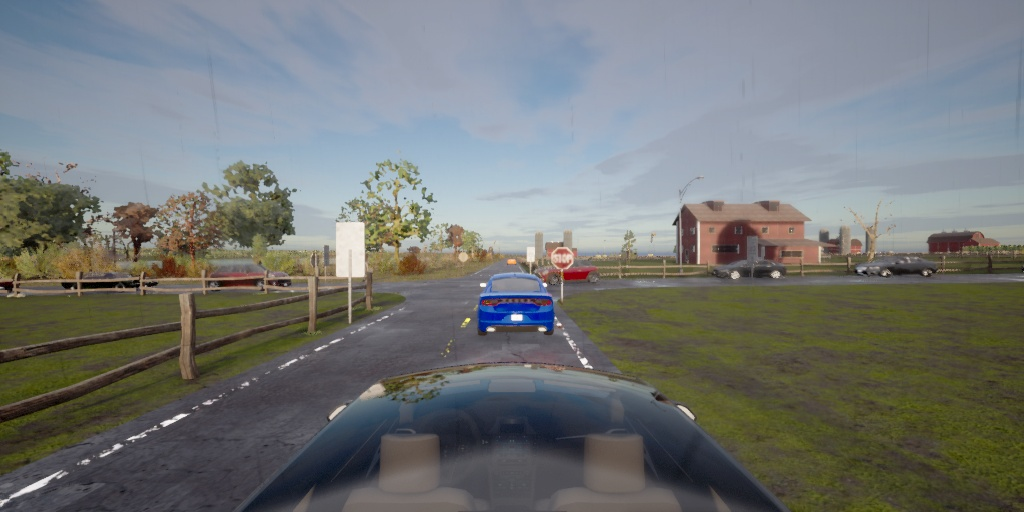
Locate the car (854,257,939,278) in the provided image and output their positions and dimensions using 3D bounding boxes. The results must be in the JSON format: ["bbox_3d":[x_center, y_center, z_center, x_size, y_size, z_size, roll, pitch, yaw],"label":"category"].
[{"bbox_3d":[27.873,0.802,26.137,4.902,1.511,2.128,-1,0,0],"label":"car"}]

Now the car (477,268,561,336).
[{"bbox_3d":[0.062,1.226,10.486,1.882,1.535,5.008,0,0,-1],"label":"car"}]

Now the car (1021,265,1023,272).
[{"bbox_3d":[40.078,0.692,26.023,4.181,1.385,1.994,-1,0,1],"label":"car"}]

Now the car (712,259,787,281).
[{"bbox_3d":[17.260,0.974,26.217,4.892,1.490,1.837,-1,0,0],"label":"car"}]

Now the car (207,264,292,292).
[{"bbox_3d":[-17.098,1.330,23.533,4.553,1.767,2.097,-1,0,1],"label":"car"}]

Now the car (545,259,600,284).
[{"bbox_3d":[3.647,1.030,24.645,4.553,1.767,2.097,-1,1,-21],"label":"car"}]

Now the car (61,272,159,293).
[{"bbox_3d":[-26.380,1.706,23.675,4.718,1.301,1.895,-1,0,1],"label":"car"}]

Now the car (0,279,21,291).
[{"bbox_3d":[-36.262,1.838,24.150,4.718,1.301,1.895,-1,0,6],"label":"car"}]

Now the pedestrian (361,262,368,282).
[{"bbox_3d":[-12.175,1.162,29.453,0.375,1.860,0.375,0,1,0],"label":"pedestrian"}]
